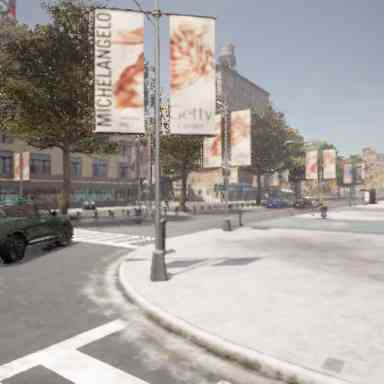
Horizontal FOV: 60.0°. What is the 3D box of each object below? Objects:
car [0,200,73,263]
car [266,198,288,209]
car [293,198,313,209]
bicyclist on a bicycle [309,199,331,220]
[{"bbox_3d":[-6.661,1.310,12.638,2.150,2.045,5.566,-1,0,7],"label":"car"},{"bbox_3d":[12.499,1.669,49.192,1.812,1.442,4.674,0,0,36],"label":"car"},{"bbox_3d":[15.955,1.646,48.004,1.812,1.442,4.674,0,0,35],"label":"car"},{"bbox_3d":[9.965,1.358,25.905,1.656,1.620,0.582,-1,-1,35],"label":"bicyclist on a bicycle"}]
